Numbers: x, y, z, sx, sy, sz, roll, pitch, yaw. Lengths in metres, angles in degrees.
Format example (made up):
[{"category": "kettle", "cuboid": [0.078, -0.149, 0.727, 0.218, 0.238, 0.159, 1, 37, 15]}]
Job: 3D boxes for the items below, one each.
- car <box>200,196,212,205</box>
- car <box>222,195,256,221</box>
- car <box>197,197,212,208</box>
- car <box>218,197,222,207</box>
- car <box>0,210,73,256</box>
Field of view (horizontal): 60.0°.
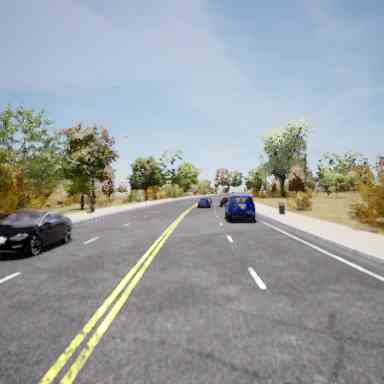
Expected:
[{"category": "car", "cuboid": [2.574, 1.494, 59.421, 1.994, 1.385, 4.181, 0, 0, 5]}, {"category": "car", "cuboid": [3.903, 1.221, 27.377, 2.150, 2.045, 5.566, 0, 0, 3]}, {"category": "car", "cuboid": [1.823, 1.482, 48.167, 1.812, 1.442, 4.674, 0, 0, 4]}, {"category": "car", "cuboid": [5.130, 1.454, 50.532, 1.837, 1.490, 4.892, 0, 0, 4]}, {"category": "car", "cuboid": [-6.367, 1.497, 13.234, 2.128, 1.511, 4.902, 0, 0, 1]}]
